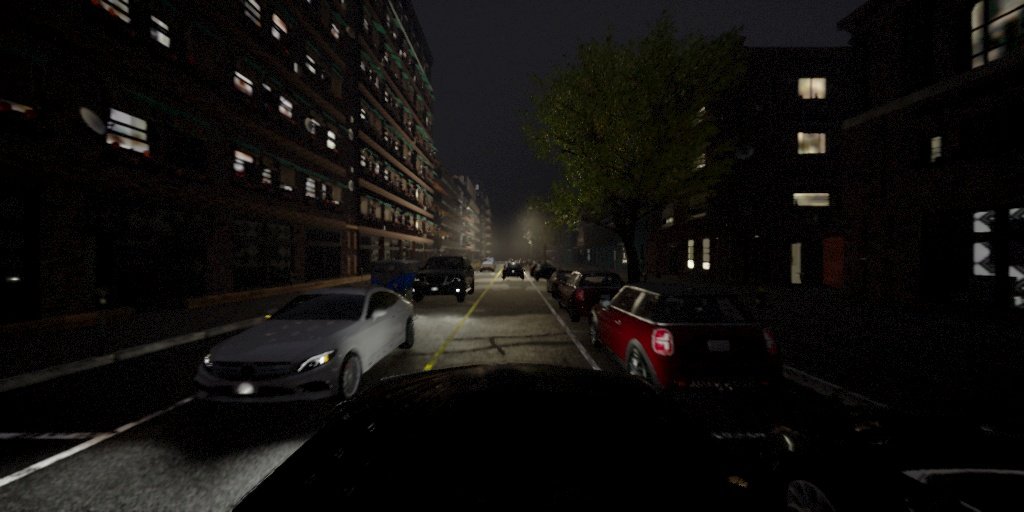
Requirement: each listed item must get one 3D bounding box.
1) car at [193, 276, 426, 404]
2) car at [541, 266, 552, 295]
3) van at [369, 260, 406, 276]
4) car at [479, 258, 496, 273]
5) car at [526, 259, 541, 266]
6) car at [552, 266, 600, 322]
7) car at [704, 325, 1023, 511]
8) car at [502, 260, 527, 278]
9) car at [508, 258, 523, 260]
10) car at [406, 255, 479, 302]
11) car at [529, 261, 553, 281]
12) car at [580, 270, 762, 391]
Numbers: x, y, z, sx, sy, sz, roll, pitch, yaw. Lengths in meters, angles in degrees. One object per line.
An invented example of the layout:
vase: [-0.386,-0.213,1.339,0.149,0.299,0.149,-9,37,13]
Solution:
car: [-3.098,1.276,6.503,1.812,1.442,4.674,0,0,0]
car: [2.691,1.333,17.994,1.802,1.307,4.207,0,0,0]
van: [-5.690,1.092,17.996,1.690,1.789,3.998,0,0,0]
car: [-2.998,1.325,45.066,2.033,1.411,5.357,0,0,0]
car: [2.692,1.202,35.084,1.967,1.591,4.097,0,0,0]
car: [2.691,1.190,12.297,1.967,1.591,4.097,0,0,0]
car: [2.691,1.301,0.904,2.007,1.370,4.403,0,0,0]
car: [0.101,1.324,33.624,1.994,1.385,4.181,0,0,0]
car: [0.102,1.131,50.133,2.097,1.767,4.553,0,0,0]
car: [-3.090,0.973,17.291,2.150,2.045,5.566,0,0,1]
car: [2.692,1.308,29.387,2.007,1.370,4.403,0,0,0]
car: [2.691,1.190,6.601,1.967,1.591,4.097,0,0,0]
